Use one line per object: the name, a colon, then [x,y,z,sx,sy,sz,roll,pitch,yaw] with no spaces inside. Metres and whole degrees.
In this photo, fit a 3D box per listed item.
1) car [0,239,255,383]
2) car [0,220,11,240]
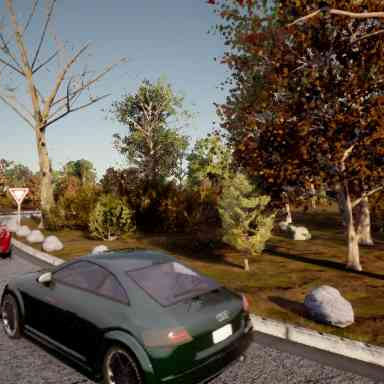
car: [-1.188,1.568,5.027,4.181,1.385,1.994,0,0,40]
car: [-8.204,1.441,12.128,2.097,1.767,4.553,0,-1,-42]
